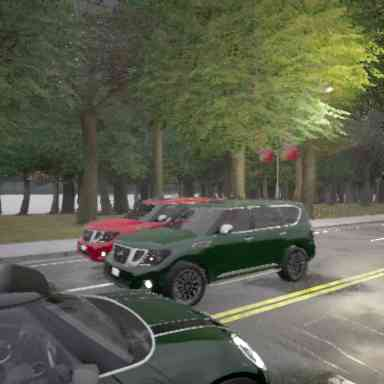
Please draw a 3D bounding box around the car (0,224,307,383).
[{"bbox_3d":[-1.504,1.353,2.365,4.553,1.767,2.097,0,0,-35],"label":"car"}]

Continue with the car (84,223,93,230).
[{"bbox_3d":[-0.831,1.228,11.070,5.566,2.045,2.150,0,0,-35],"label":"car"}]

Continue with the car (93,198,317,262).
[{"bbox_3d":[0.737,1.228,8.196,5.566,2.045,2.150,0,0,-35],"label":"car"}]
